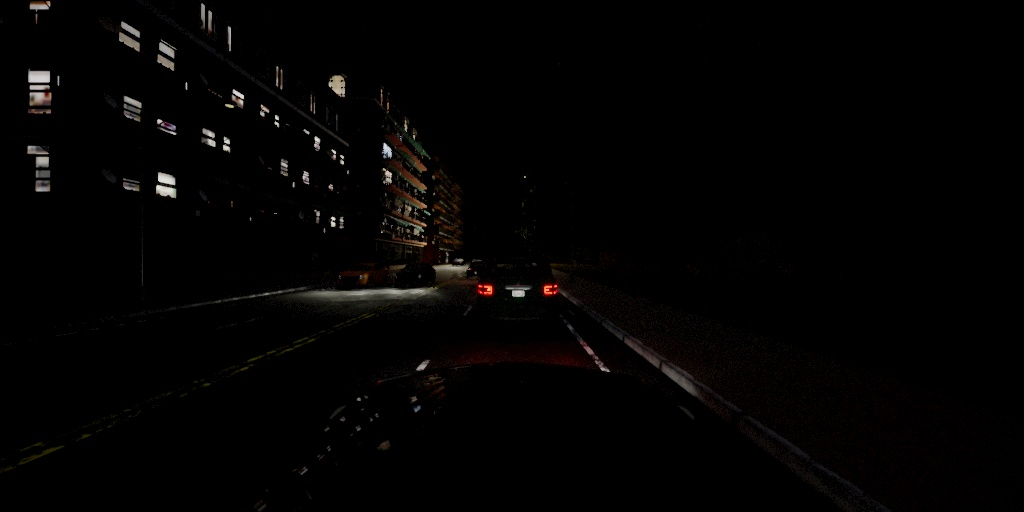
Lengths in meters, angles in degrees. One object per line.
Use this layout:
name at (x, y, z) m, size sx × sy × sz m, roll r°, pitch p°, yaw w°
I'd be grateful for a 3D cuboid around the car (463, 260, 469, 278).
car at (-3.127, 1.280, 33.395) m, size 1.812 × 1.442 × 4.674 m, roll 0°, pitch 0°, yaw 0°

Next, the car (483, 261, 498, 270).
car at (-3.113, 1.354, 52.394) m, size 1.895 × 1.301 × 4.718 m, roll 0°, pitch 0°, yaw 0°

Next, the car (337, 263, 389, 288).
car at (-9.833, 1.231, 24.086) m, size 1.882 × 1.535 × 5.008 m, roll 0°, pitch 0°, yaw 0°

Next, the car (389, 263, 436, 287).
car at (-6.583, 1.231, 24.890) m, size 1.882 × 1.535 × 5.008 m, roll 0°, pitch 0°, yaw 0°

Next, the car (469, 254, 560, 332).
car at (0.111, 0.973, 11.076) m, size 2.150 × 2.045 × 5.566 m, roll 0°, pitch 0°, yaw -1°
